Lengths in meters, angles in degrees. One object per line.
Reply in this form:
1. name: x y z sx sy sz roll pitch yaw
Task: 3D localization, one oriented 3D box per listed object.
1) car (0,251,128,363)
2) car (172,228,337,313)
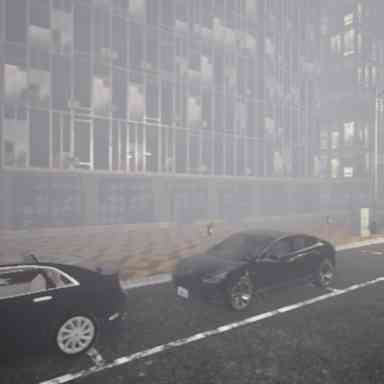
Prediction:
1. car: -3.034 1.552 4.391 4.403 1.369 2.008 0 0 -35
2. car: 1.601 1.563 7.696 4.313 1.339 1.947 0 0 -35
